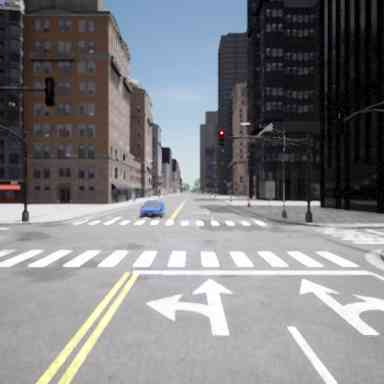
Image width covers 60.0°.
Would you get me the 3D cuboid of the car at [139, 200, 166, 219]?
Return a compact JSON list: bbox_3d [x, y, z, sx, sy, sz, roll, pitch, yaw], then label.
[{"bbox_3d":[-3.235,1.413,28.111,1.882,1.535,5.008,0,1,0],"label":"car"}]
